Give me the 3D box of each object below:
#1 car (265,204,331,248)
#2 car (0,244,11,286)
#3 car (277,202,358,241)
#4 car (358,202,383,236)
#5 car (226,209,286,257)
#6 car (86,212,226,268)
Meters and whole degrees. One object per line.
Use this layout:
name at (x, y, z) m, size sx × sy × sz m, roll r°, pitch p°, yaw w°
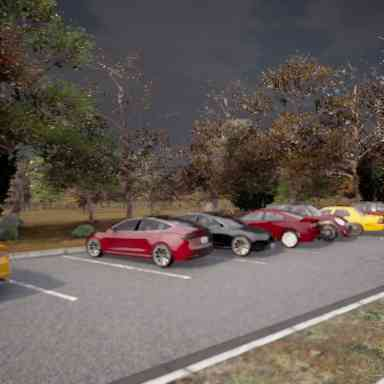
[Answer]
car at (3.238, 1.504, 14.929) m, size 5.008 × 1.535 × 2.097 m, roll -1°, pitch -1°, yaw 33°
car at (-6.310, 1.508, 7.910) m, size 5.008 × 1.535 × 2.097 m, roll -1°, pitch -1°, yaw 35°
car at (5.569, 1.379, 16.746) m, size 4.553 × 1.767 × 2.185 m, roll -1°, pitch -1°, yaw 33°
car at (7.785, 1.502, 18.624) m, size 5.366 × 1.575 × 1.946 m, roll -1°, pitch -1°, yaw 33°
car at (0.893, 1.534, 13.147) m, size 4.792 × 1.488 × 2.163 m, roll -1°, pitch -1°, yaw 34°
car at (-1.549, 1.536, 11.414) m, size 4.792 × 1.488 × 2.163 m, roll -1°, pitch -1°, yaw 34°
